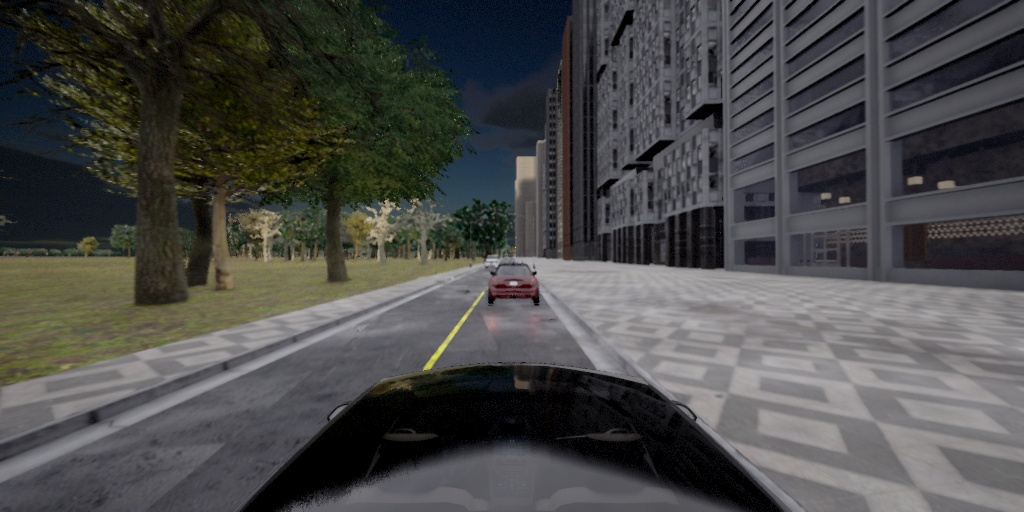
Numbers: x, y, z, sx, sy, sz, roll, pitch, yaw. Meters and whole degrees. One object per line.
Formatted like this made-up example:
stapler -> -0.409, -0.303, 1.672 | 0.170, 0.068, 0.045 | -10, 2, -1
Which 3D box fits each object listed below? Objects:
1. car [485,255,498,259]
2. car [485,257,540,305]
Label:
car -> -3.074, 0.881, 56.731 | 2.150, 2.045, 5.566 | 0, 0, 0
car -> 0.069, 1.064, 16.015 | 2.097, 1.767, 4.553 | 0, 0, 0
